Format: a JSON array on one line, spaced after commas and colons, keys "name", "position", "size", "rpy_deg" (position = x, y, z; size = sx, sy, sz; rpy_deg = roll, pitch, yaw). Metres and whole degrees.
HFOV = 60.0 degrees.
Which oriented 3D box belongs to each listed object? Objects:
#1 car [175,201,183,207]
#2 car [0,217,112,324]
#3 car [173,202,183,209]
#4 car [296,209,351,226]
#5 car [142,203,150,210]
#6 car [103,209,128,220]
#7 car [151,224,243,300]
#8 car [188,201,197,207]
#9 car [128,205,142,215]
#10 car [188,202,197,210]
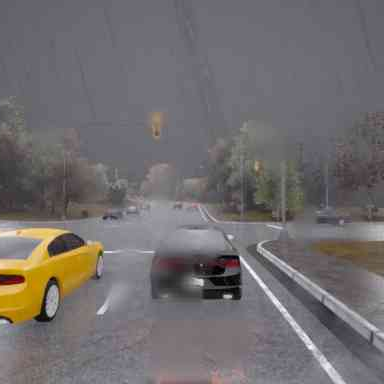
[{"name": "car", "position": [-3.445, 3.177, 86.827], "size": [1.994, 1.385, 4.181], "rpy_deg": [0, 0, -3]}, {"name": "car", "position": [-3.406, 1.544, 7.373], "size": [1.882, 1.535, 5.008], "rpy_deg": [0, -1, 0]}, {"name": "car", "position": [-3.346, 3.192, 76.758], "size": [1.837, 1.490, 4.892], "rpy_deg": [0, 0, 0]}, {"name": "car", "position": [12.458, 2.442, 31.644], "size": [4.892, 1.490, 1.837], "rpy_deg": [0, -2, 0]}, {"name": "car", "position": [-10.353, 3.238, 73.683], "size": [2.128, 1.511, 4.902], "rpy_deg": [0, 0, 0]}, {"name": "car", "position": [-10.521, 3.007, 44.835], "size": [2.033, 1.411, 5.357], "rpy_deg": [0, -2, 1]}, {"name": "car", "position": [0.101, 1.567, 8.615], "size": [1.882, 1.535, 5.008], "rpy_deg": [0, -1, 0]}, {"name": "car", "position": [0.072, 3.172, 86.403], "size": [2.033, 1.411, 5.357], "rpy_deg": [0, 0, -3]}, {"name": "car", "position": [-10.459, 3.268, 58.646], "size": [1.812, 1.442, 4.674], "rpy_deg": [0, 0, 0]}, {"name": "car", "position": [0.155, 3.051, 76.246], "size": [2.097, 1.767, 4.553], "rpy_deg": [0, 0, 0]}]
